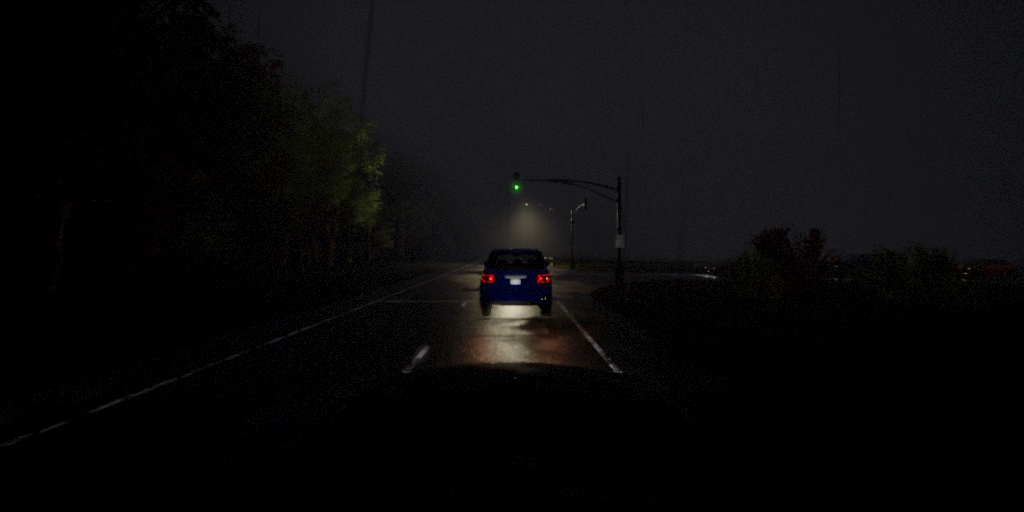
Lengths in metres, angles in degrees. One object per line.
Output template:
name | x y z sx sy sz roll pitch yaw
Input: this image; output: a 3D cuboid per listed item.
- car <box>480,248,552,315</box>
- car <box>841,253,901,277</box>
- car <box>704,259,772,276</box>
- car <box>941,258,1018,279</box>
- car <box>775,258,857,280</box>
car | 0.176 0.748 12.552 2.150 2.045 5.566 0 1 2
car | 29.615 0.749 30.565 5.566 2.045 2.150 1 0 0
car | 19.426 0.962 30.613 5.357 1.411 2.033 1 0 0
car | 39.628 0.991 30.505 4.553 1.767 2.097 1 0 0
car | 22.626 1.029 26.890 4.181 1.385 1.994 1 0 0
